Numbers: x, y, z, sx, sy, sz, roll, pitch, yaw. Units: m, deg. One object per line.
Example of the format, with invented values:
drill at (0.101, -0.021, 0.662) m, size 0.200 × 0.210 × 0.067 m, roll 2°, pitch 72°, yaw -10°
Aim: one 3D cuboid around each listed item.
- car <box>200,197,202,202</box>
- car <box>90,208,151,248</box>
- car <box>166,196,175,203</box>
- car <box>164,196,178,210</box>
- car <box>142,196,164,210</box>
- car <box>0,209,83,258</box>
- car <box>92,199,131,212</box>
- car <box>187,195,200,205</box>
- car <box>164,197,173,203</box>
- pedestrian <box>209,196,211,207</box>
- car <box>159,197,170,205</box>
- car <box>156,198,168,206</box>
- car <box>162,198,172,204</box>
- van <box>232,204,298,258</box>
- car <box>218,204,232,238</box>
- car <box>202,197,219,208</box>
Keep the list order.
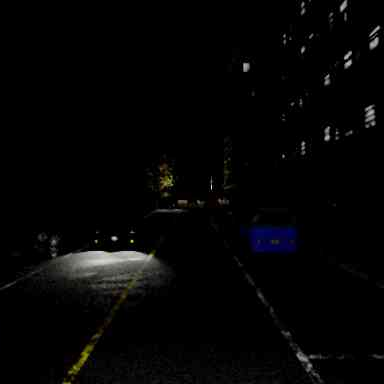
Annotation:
car at (2.842, 1.939, 84.679) m, size 2.008 × 1.369 × 4.403 m, roll 0°, pitch 0°, yaw 0°
car at (-3.047, 1.627, 15.039) m, size 1.994 × 1.385 × 4.181 m, roll 0°, pitch 0°, yaw 0°
car at (-5.538, 1.829, 84.693) m, size 1.967 × 1.590 × 4.097 m, roll 0°, pitch 0°, yaw 0°
car at (-2.999, 1.712, 47.622) m, size 1.837 × 1.490 × 4.892 m, roll 0°, pitch 0°, yaw 0°
car at (-5.605, 1.516, 45.923) m, size 2.192 × 1.841 × 5.009 m, roll 0°, pitch 0°, yaw 0°
car at (-5.664, 1.494, 12.690) m, size 1.967 × 1.590 × 4.097 m, roll 0°, pitch 0°, yaw 0°
car at (-5.644, 1.417, 23.768) m, size 2.192 × 1.841 × 5.009 m, roll 0°, pitch 0°, yaw 0°
car at (0.135, 1.808, 67.040) m, size 1.837 × 1.490 × 4.892 m, roll 0°, pitch -2°, yaw 0°
car at (-5.548, 1.885, 78.983) m, size 1.752 × 1.417 × 4.829 m, roll 0°, pitch 0°, yaw 0°
pedestrian at (3.099, 1.538, 55.587) m, size 0.375 × 1.860 × 0.375 m, roll 0°, pitch -1°, yaw -5°
car at (-5.567, 1.745, 68.076) m, size 1.967 × 1.590 × 4.097 m, roll 0°, pitch 0°, yaw 0°
car at (-5.577, 1.844, 62.537) m, size 1.947 × 1.339 × 4.313 m, roll 0°, pitch 0°, yaw 0°
car at (-5.558, 1.915, 73.614) m, size 1.802 × 1.307 × 4.206 m, roll 0°, pitch 0°, yaw 0°
van at (2.717, 1.394, 12.679) m, size 1.690 × 1.788 × 3.998 m, roll 0°, pitch 0°, yaw 0°
car at (2.726, 1.517, 18.217) m, size 1.967 × 1.590 × 4.097 m, roll 0°, pitch 0°, yaw 0°
car at (3.093, 1.583, 52.777) m, size 2.097 × 1.767 × 4.553 m, roll 0°, pitch 0°, yaw 0°
